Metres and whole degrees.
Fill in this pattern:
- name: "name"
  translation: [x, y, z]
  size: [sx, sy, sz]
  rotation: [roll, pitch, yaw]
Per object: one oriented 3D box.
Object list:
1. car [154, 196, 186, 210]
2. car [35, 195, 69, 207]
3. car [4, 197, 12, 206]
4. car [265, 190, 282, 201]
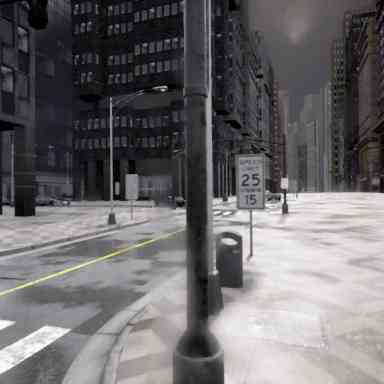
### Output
- name: "car"
  translation: [-1.410, 1.106, 33.620]
  size: [4.718, 1.301, 1.895]
  rotation: [0, 0, 32]
- name: "car"
  translation: [-17.138, 1.146, 39.914]
  size: [4.902, 1.511, 2.128]
  rotation: [-1, 0, 19]
- name: "car"
  translation: [-27.384, 1.333, 46.802]
  size: [4.181, 1.385, 1.994]
  rotation: [0, 0, 20]
- name: "car"
  translation: [12.976, 0.707, 51.854]
  size: [1.895, 1.301, 4.718]
  rotation: [-1, 1, 18]
